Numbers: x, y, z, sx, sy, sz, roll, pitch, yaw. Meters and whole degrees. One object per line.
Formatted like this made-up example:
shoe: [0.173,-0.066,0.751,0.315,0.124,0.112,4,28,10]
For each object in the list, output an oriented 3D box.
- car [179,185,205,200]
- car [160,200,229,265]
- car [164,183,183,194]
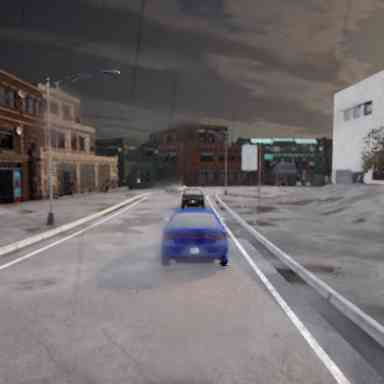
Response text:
car: [0.083,0.449,28.765,1.882,1.535,5.008,0,3,0]
car: [0.078,1.263,10.932,1.882,1.535,5.008,0,2,0]
car: [-2.318,-0.525,46.547,1.895,1.301,4.718,1,4,18]
